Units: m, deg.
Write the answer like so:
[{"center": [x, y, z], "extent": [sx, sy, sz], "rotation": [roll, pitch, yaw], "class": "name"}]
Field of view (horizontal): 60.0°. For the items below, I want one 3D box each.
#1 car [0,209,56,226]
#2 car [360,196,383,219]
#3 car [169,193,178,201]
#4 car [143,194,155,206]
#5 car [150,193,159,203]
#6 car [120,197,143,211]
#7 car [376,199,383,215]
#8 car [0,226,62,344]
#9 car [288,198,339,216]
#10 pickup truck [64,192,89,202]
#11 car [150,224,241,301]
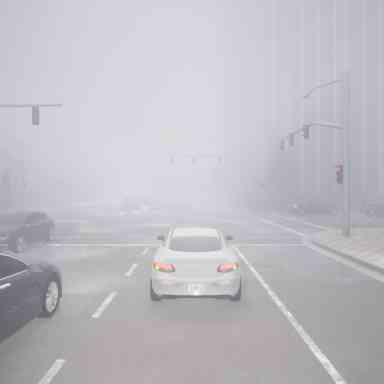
[{"center": [-7.139, 1.505, 13.491], "extent": [1.837, 1.490, 4.892], "rotation": [0, 0, -1], "class": "car"}, {"center": [17.711, 1.221, 29.026], "extent": [5.566, 2.045, 2.150], "rotation": [0, 0, 0], "class": "car"}, {"center": [-4.747, 1.225, 85.462], "extent": [2.150, 2.045, 5.566], "rotation": [0, 0, -1], "class": "car"}, {"center": [-7.913, 1.491, 55.315], "extent": [2.128, 1.511, 4.902], "rotation": [0, 0, -1], "class": "car"}, {"center": [-8.018, 1.224, 69.026], "extent": [2.150, 2.045, 5.566], "rotation": [0, 0, -1], "class": "car"}, {"center": [-7.455, 1.352, 40.412], "extent": [2.097, 1.767, 4.553], "rotation": [0, 0, -4], "class": "car"}, {"center": [20.998, 1.478, 32.548], "extent": [5.008, 1.535, 1.882], "rotation": [0, 0, 0], "class": "car"}, {"center": [-3.436, 1.505, 4.538], "extent": [1.837, 1.490, 4.892], "rotation": [0, 0, 0], "class": "car"}, {"center": [11.772, 1.352, 32.482], "extent": [4.553, 1.767, 2.097], "rotation": [0, 0, 0], "class": "car"}, {"center": [-24.658, 1.058, 70.241], "extent": [2.390, 2.098, 6.274], "rotation": [0, 0, 30], "class": "pickup truck"}, {"center": [0.078, 1.526, 8.188], "extent": [1.812, 1.442, 4.674], "rotation": [0, 0, 0], "class": "car"}]
